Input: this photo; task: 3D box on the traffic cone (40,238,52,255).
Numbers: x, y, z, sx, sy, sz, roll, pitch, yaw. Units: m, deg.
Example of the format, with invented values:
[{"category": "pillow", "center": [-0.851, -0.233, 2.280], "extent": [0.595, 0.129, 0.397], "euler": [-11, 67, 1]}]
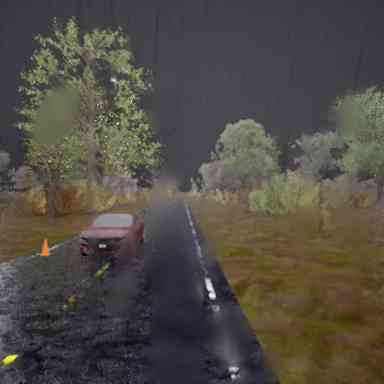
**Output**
[{"category": "traffic cone", "center": [-5.401, 2.012, 12.275], "extent": [0.340, 0.580, 0.340], "euler": [0, 0, -2]}]

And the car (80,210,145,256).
[{"category": "car", "center": [-3.039, 1.529, 13.538], "extent": [1.882, 1.535, 5.008], "euler": [0, 0, -2]}]

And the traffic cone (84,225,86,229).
[{"category": "traffic cone", "center": [-5.546, 2.028, 17.273], "extent": [0.340, 0.580, 0.340], "euler": [0, 0, -2]}]
